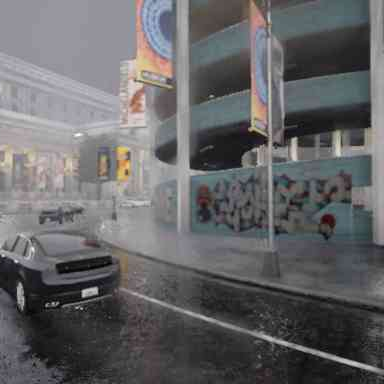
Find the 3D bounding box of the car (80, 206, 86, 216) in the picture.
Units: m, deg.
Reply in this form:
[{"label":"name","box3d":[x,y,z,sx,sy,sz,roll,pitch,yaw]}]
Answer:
[{"label":"car","box3d":[-13.900,2.039,37.956,2.128,1.511,4.902,-1,-1,11]}]

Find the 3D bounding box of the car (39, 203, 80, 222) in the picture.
[{"label":"car","box3d":[-11.410,1.920,28.390,1.837,1.490,4.892,-1,-1,-4]}]

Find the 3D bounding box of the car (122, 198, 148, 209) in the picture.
[{"label":"car","box3d":[-10.603,2.060,62.244,2.150,2.045,5.566,-1,-1,29]}]

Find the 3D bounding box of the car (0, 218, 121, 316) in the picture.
[{"label":"car","box3d":[-3.477,1.623,7.927,1.837,1.490,4.892,-1,0,-41]}]
